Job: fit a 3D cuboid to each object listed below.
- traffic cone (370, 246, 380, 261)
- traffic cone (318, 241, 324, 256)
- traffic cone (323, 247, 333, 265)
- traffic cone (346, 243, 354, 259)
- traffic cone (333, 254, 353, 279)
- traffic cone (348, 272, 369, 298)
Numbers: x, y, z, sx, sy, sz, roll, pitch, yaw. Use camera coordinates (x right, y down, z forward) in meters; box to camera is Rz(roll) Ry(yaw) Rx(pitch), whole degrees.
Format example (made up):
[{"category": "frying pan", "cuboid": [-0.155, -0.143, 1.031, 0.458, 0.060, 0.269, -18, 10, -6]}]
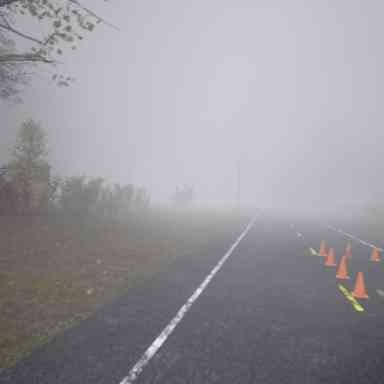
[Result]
[{"category": "traffic cone", "cuboid": [7.441, 2.472, 13.515, 0.340, 0.580, 0.340, 3, -1, 13]}, {"category": "traffic cone", "cuboid": [5.498, 2.374, 13.978, 0.340, 0.580, 0.340, 3, -1, 13]}, {"category": "traffic cone", "cuboid": [5.036, 2.332, 12.033, 0.340, 0.580, 0.340, 3, -1, 13]}, {"category": "traffic cone", "cuboid": [6.469, 2.423, 13.746, 0.340, 0.580, 0.340, 3, -1, 13]}, {"category": "traffic cone", "cuboid": [4.574, 2.290, 10.087, 0.340, 0.580, 0.340, 3, -1, 13]}, {"category": "traffic cone", "cuboid": [4.112, 2.247, 8.142, 0.340, 0.580, 0.340, 3, -1, 13]}]
